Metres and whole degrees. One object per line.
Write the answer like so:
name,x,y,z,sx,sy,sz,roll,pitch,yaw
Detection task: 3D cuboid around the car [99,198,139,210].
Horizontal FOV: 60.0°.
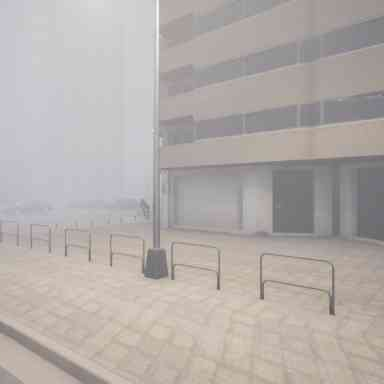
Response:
car,-9.090,1.556,43.234,1.837,1.490,4.892,0,1,38

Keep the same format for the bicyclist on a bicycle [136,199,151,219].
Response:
bicyclist on a bicycle,-3.846,1.357,26.430,1.656,1.620,0.582,0,0,38

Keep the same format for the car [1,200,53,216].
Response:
car,-16.598,1.560,33.621,1.837,1.490,4.892,0,0,38

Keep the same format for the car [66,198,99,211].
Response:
car,-13.749,1.533,42.965,1.882,1.535,5.008,0,1,38
